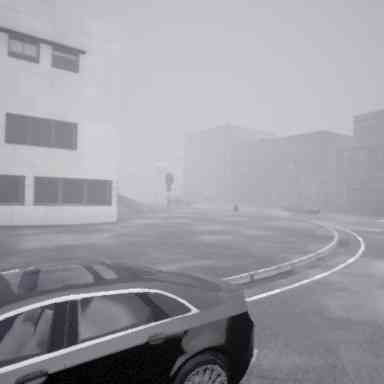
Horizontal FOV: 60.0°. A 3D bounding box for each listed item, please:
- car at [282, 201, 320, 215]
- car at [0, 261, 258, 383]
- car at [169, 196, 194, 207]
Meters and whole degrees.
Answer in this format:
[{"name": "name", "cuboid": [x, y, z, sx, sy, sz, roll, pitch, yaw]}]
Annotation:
[{"name": "car", "cuboid": [11.630, 1.678, 35.587, 1.994, 1.385, 4.181, 2, 0, -27]}, {"name": "car", "cuboid": [-1.555, 1.494, 2.949, 4.902, 1.511, 2.128, 0, 0, -36]}, {"name": "car", "cuboid": [-1.578, 1.312, 48.603, 1.837, 1.490, 4.892, 2, 0, -35]}]
